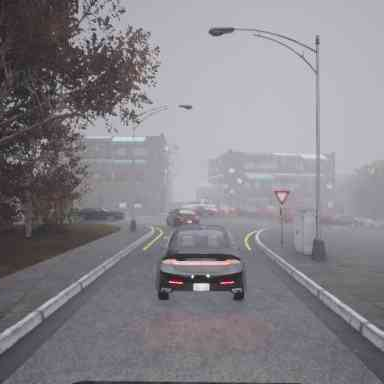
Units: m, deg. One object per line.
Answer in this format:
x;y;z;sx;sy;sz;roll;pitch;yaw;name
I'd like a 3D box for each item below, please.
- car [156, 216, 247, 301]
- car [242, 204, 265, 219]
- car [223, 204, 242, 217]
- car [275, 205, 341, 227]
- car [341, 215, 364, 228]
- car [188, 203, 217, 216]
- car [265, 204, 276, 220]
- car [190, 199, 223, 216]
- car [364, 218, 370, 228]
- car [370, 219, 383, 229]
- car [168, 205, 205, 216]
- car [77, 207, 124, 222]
0.215;1.582;8.551;2.128;1.511;4.902;0;-1;1;car
6.734;2.471;43.221;2.185;1.767;4.553;6;-3;-32;car
3.773;2.227;42.653;2.185;1.767;4.553;4;-3;-32;car
12.184;2.544;35.054;5.566;2.045;2.150;6;-2;-11;car
17.555;3.476;40.097;4.892;1.490;1.837;6;-2;-11;car
-0.019;2.189;36.617;4.718;1.301;1.895;1;-1;-9;car
9.718;2.632;43.849;2.435;2.045;5.566;7;-3;-32;car
0.907;1.943;41.995;2.435;2.045;5.566;1;-2;-31;car
21.473;4.049;46.207;2.002;1.452;4.674;6;-3;-31;car
24.431;4.331;46.791;2.002;1.452;4.674;7;-3;-31;car
-0.729;1.929;25.226;1.812;1.442;4.674;0;-1;-14;car
-9.200;2.202;32.940;5.008;1.535;1.882;-2;-1;8;car
